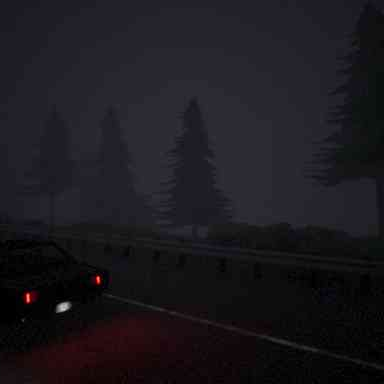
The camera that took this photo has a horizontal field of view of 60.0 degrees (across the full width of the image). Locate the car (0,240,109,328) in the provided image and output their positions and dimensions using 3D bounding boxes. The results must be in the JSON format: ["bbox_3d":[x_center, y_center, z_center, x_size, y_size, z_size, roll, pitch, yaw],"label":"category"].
[{"bbox_3d":[-3.953,1.682,6.968,4.718,1.301,1.895,-1,-1,37],"label":"car"}]
